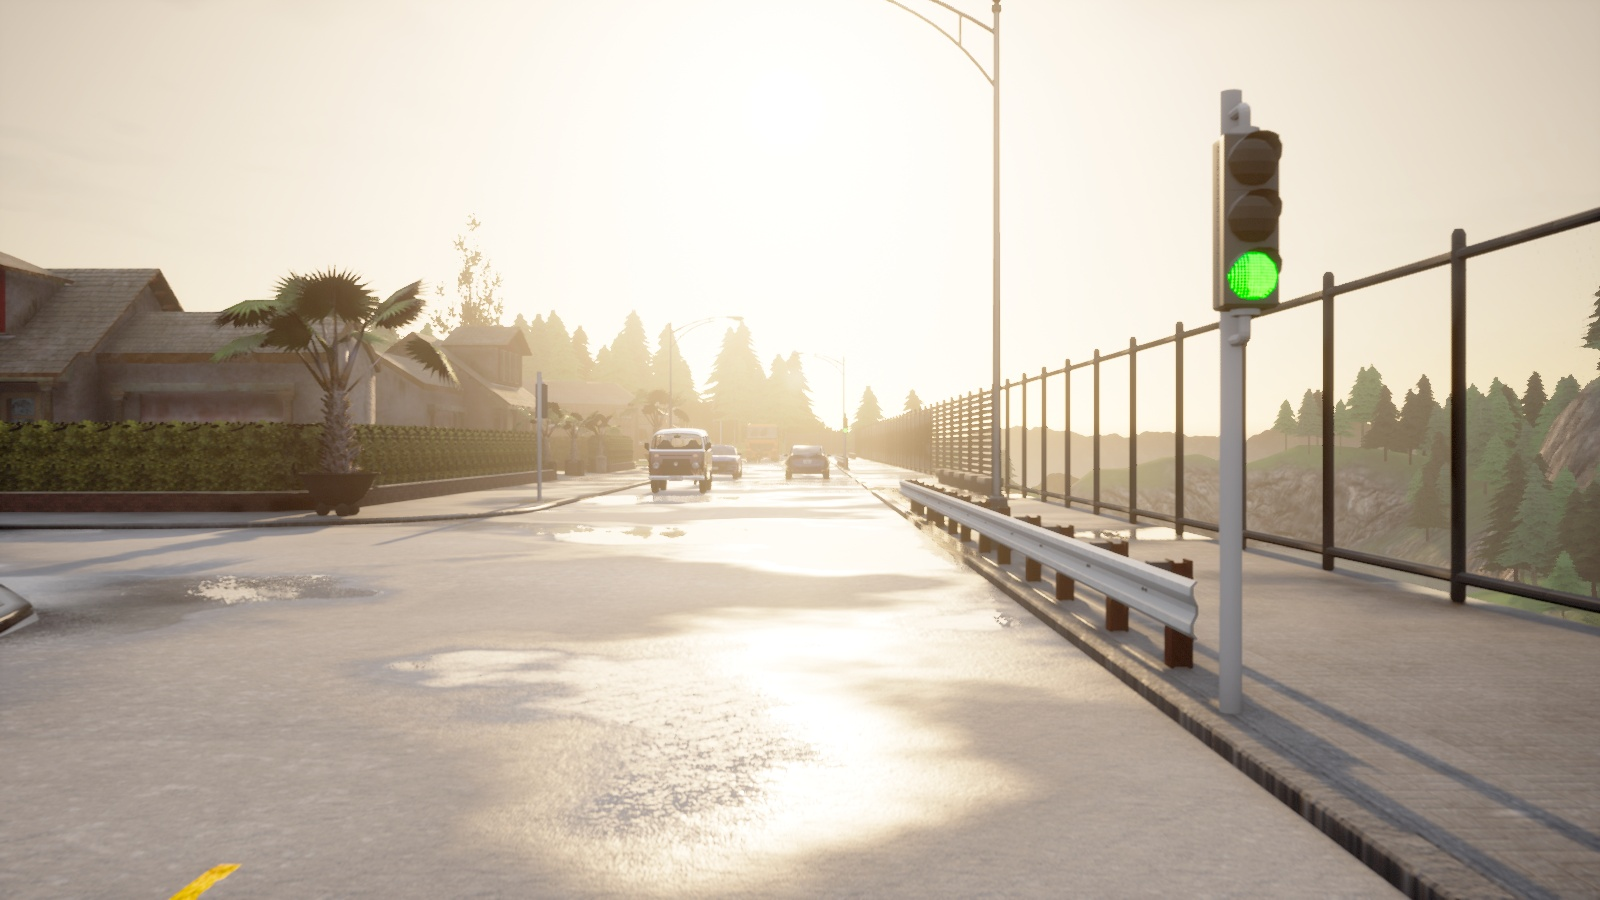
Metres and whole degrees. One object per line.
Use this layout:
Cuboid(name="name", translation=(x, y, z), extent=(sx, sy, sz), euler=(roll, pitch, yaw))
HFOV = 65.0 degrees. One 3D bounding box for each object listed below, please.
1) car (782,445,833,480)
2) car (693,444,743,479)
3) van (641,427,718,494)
Cuboid(name="car", translation=(0.334, 0.525, 56.357), extent=(2.163, 1.488, 4.792), euler=(0, 0, 0))
Cuboid(name="car", translation=(-3.663, 0.497, 56.946), extent=(1.882, 1.535, 5.008), euler=(0, 0, 0))
Cuboid(name="van", translation=(-3.783, 0.309, 40.203), extent=(2.069, 2.038, 4.480), euler=(0, 0, 0))
